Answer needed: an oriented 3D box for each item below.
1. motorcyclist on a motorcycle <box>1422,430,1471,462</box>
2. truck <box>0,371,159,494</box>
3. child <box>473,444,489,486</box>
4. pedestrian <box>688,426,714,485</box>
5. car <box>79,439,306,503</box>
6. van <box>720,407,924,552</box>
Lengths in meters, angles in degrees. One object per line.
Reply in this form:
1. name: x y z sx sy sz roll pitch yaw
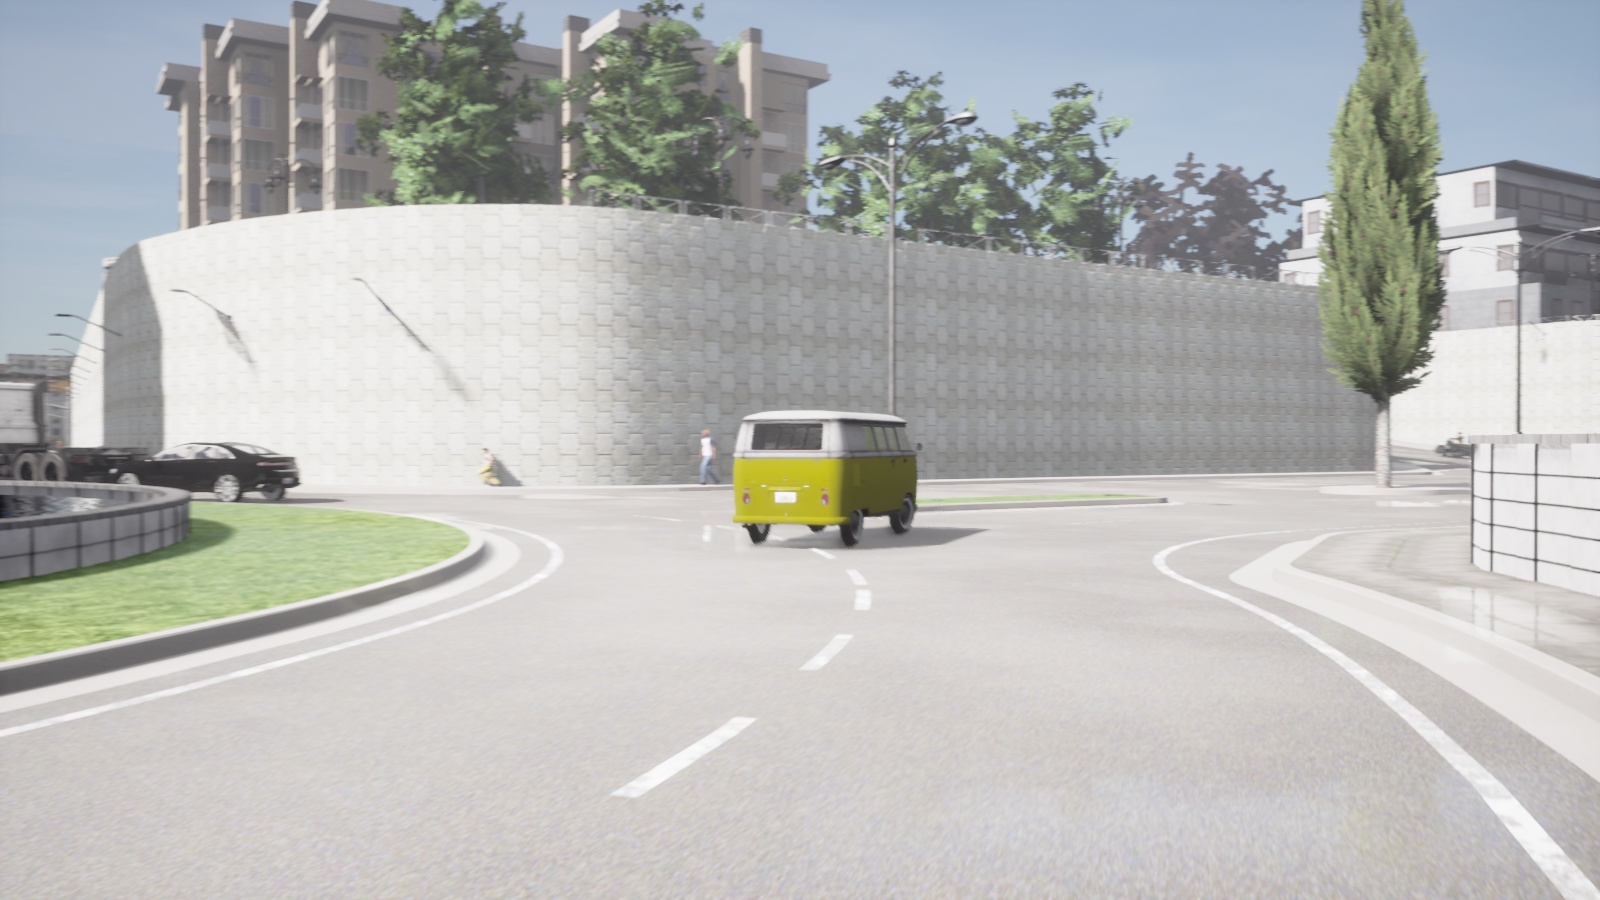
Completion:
1. motorcyclist on a motorcycle: 37.451 -0.239 72.737 0.766 1.649 2.350 0 5 -31
2. truck: -23.510 -0.524 38.349 7.936 3.462 2.891 0 0 27
3. child: -9.527 0.440 37.502 0.437 1.263 0.270 0 0 -3
4. pedestrian: -3.106 0.168 39.425 0.706 1.836 0.354 0 0 -32
5. car: -15.114 0.479 31.321 4.902 1.511 2.128 0 0 15
6. van: 0.485 0.389 19.561 1.775 1.987 4.442 0 0 21
